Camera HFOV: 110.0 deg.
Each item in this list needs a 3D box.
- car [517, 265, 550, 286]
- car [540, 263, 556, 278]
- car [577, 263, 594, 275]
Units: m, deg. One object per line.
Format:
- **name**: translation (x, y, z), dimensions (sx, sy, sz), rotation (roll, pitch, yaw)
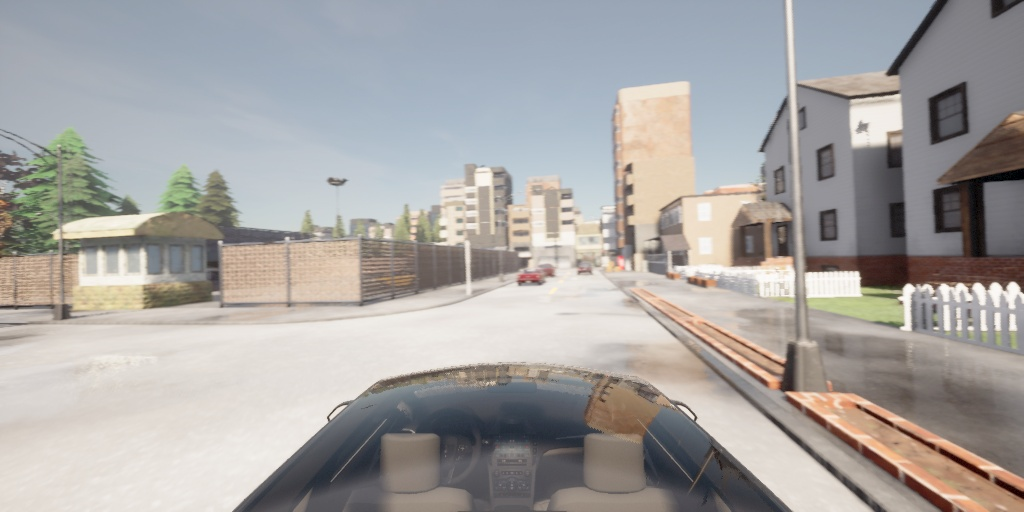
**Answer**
- **car**: translation (1.624, 1.616, 28.641), dimensions (1.895, 1.301, 4.718), rotation (-2, -1, 11)
- **car**: translation (3.680, 1.546, 38.944), dimensions (1.882, 1.535, 5.008), rotation (-2, -1, 11)
- **car**: translation (8.545, 1.489, 42.025), dimensions (2.033, 1.411, 5.357), rotation (-2, -1, 12)
